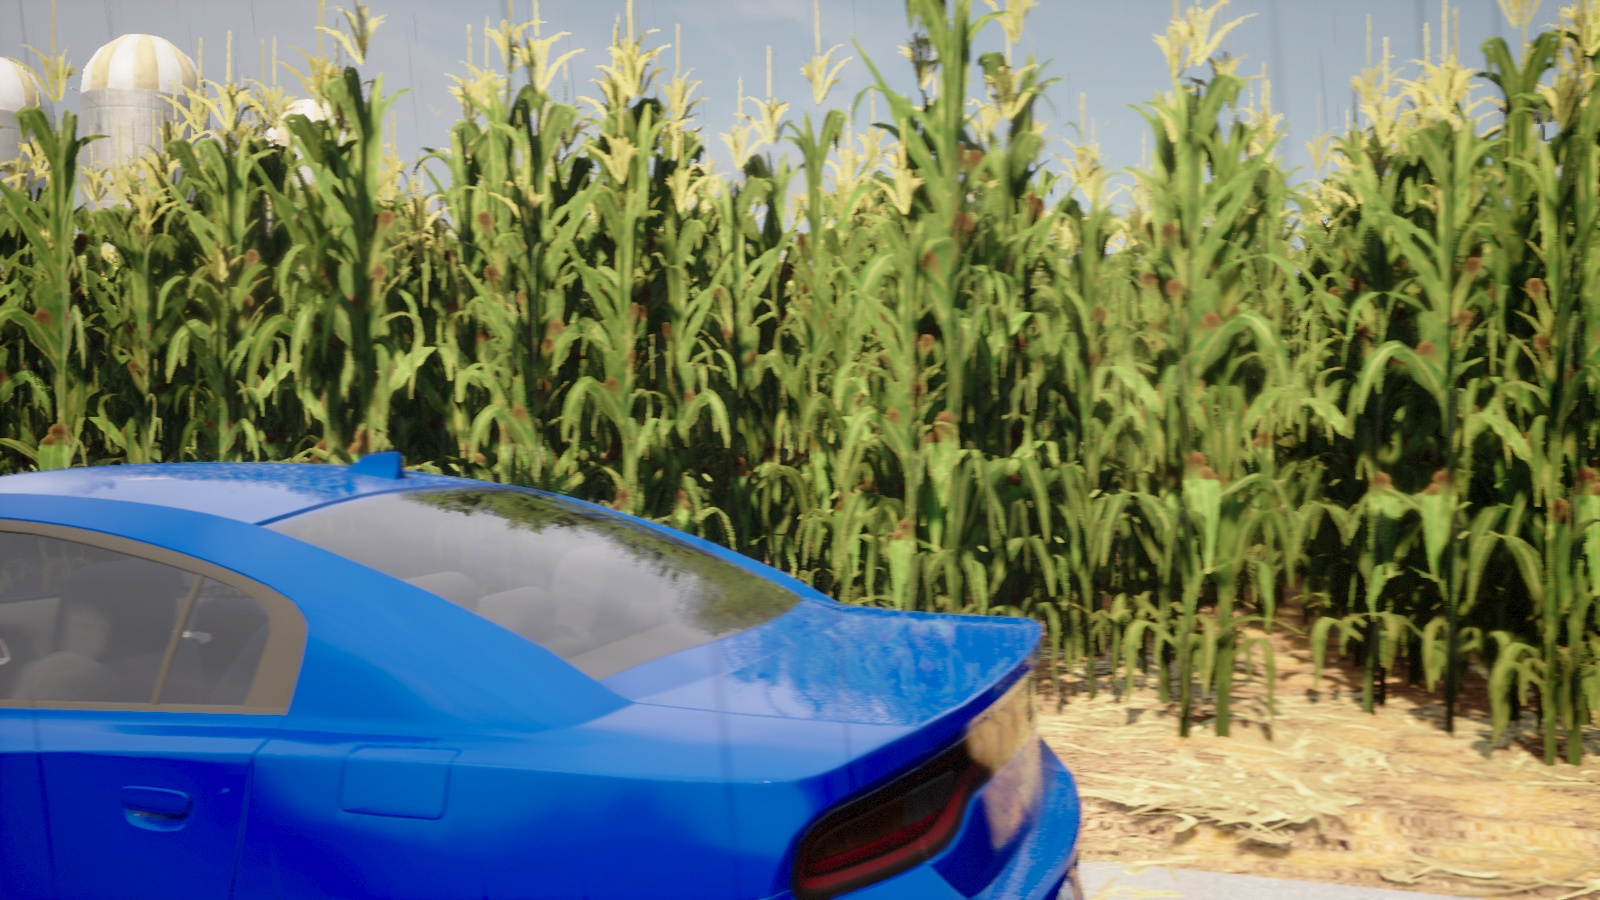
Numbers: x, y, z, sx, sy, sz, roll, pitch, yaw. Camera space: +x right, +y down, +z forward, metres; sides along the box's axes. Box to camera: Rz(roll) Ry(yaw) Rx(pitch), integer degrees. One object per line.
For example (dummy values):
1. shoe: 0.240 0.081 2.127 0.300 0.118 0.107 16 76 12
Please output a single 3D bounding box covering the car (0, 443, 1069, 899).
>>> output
1. car: -1.928 0.761 3.410 5.008 1.535 1.882 0 1 19
